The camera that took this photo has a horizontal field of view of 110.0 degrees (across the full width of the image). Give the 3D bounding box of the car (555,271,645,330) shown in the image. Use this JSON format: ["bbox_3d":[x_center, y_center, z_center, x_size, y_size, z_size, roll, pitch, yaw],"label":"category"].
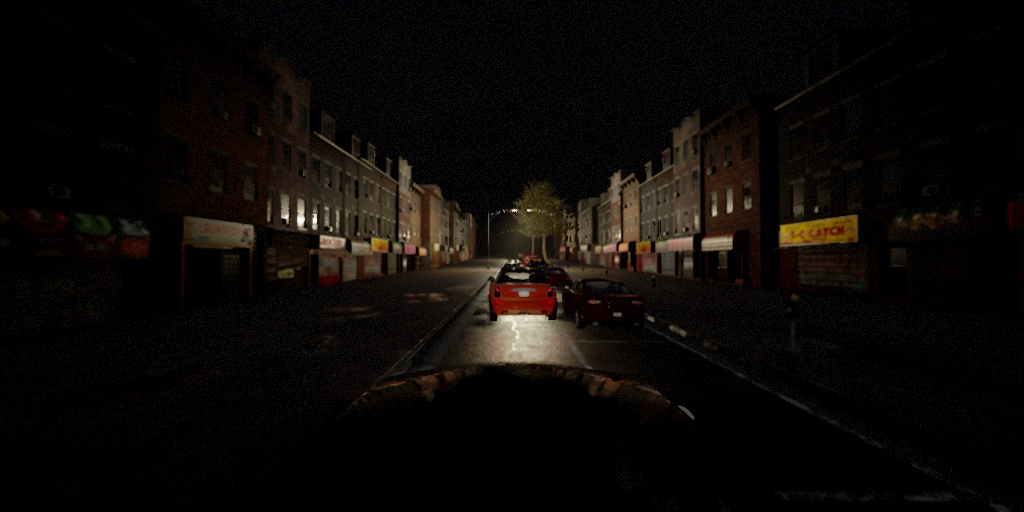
[{"bbox_3d":[2.638,1.335,11.219,1.888,1.381,4.507,0,0,0],"label":"car"}]

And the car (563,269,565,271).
[{"bbox_3d":[2.639,1.377,22.342,1.802,1.307,4.207,0,0,0],"label":"car"}]

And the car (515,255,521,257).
[{"bbox_3d":[0.099,1.001,58.156,1.837,1.490,4.892,0,1,0],"label":"car"}]

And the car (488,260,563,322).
[{"bbox_3d":[0.250,1.145,12.735,2.097,1.767,4.553,0,0,-3],"label":"car"}]

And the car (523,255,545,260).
[{"bbox_3d":[2.639,1.029,39.027,2.192,1.841,5.009,0,0,0],"label":"car"}]

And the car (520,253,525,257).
[{"bbox_3d":[2.639,0.914,50.149,2.192,1.841,5.009,0,0,0],"label":"car"}]

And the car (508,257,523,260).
[{"bbox_3d":[0.098,1.194,40.240,2.128,1.511,4.902,0,1,0],"label":"car"}]
